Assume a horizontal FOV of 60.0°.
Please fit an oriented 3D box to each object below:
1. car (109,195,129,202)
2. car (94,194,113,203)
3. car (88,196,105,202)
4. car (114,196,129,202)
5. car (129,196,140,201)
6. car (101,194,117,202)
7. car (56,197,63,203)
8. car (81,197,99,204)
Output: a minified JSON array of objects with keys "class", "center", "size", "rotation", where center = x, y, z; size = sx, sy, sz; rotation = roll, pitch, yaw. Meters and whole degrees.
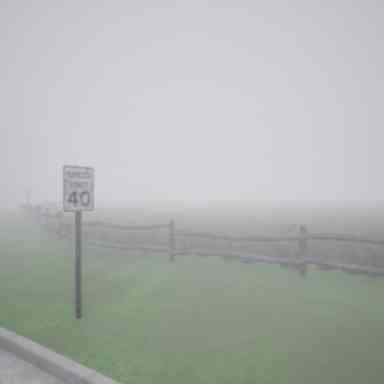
[{"class":"car","center":[-16.791,1.916,76.803],"size":[1.994,1.385,4.181],"rotation":[0,0,10]},{"class":"car","center":[-20.310,1.848,77.018],"size":[1.882,1.535,5.008],"rotation":[0,0,10]},{"class":"car","center":[-25.340,1.829,88.519],"size":[2.033,1.411,5.357],"rotation":[0,0,10]},{"class":"car","center":[-18.453,1.729,87.271],"size":[1.882,1.535,5.008],"rotation":[0,0,10]},{"class":"car","center":[-15.008,1.772,86.647],"size":[2.033,1.411,5.357],"rotation":[0,0,10]},{"class":"car","center":[-21.892,1.496,87.926],"size":[2.150,2.045,5.566],"rotation":[0,0,10]},{"class":"car","center":[-30.542,1.956,79.436],"size":[1.812,1.442,4.674],"rotation":[0,0,10]},{"class":"car","center":[-23.753,1.890,77.642],"size":[1.837,1.490,4.892],"rotation":[0,0,10]}]
